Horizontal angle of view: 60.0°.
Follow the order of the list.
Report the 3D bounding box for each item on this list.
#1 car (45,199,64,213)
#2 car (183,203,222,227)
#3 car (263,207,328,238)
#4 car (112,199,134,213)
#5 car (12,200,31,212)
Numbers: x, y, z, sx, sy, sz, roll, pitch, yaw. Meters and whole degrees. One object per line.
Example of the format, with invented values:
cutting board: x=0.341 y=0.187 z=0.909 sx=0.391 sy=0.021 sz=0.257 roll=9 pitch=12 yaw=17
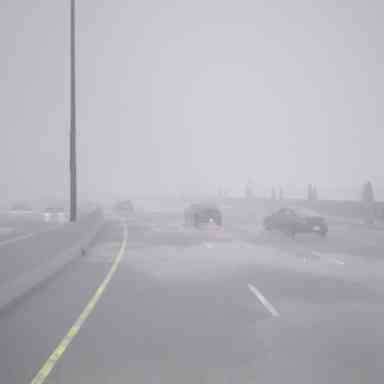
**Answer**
car: x=-15.931 y=1.595 z=38.529 sx=1.812 sy=1.442 sz=4.674 roll=0 pitch=0 yaw=-25
car: x=0.665 y=1.501 z=22.963 sx=1.837 sy=1.490 sz=4.892 roll=0 pitch=0 yaw=-13
car: x=5.340 y=1.501 z=17.552 sx=1.812 sy=1.442 sz=4.674 roll=0 pitch=0 yaw=-10
car: x=-8.065 y=1.526 z=38.478 sx=2.128 sy=1.511 sz=4.902 roll=0 pitch=0 yaw=-23
car: x=-20.986 y=1.656 z=40.873 sx=1.994 sy=1.385 sz=4.181 roll=0 pitch=0 yaw=-28
